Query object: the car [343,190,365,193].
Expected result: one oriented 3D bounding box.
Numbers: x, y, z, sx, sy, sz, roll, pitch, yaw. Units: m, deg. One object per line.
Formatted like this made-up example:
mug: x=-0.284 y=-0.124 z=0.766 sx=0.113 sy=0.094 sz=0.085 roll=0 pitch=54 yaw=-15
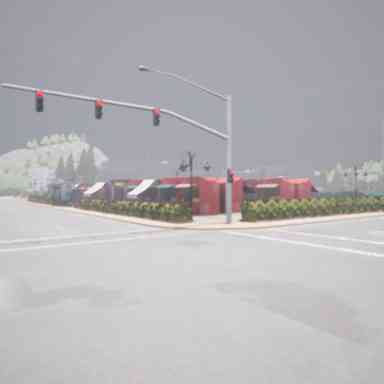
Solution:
car: x=27.198 y=0.645 z=58.530 sx=1.932 sy=1.855 sz=4.605 roll=-1 pitch=0 yaw=-35
